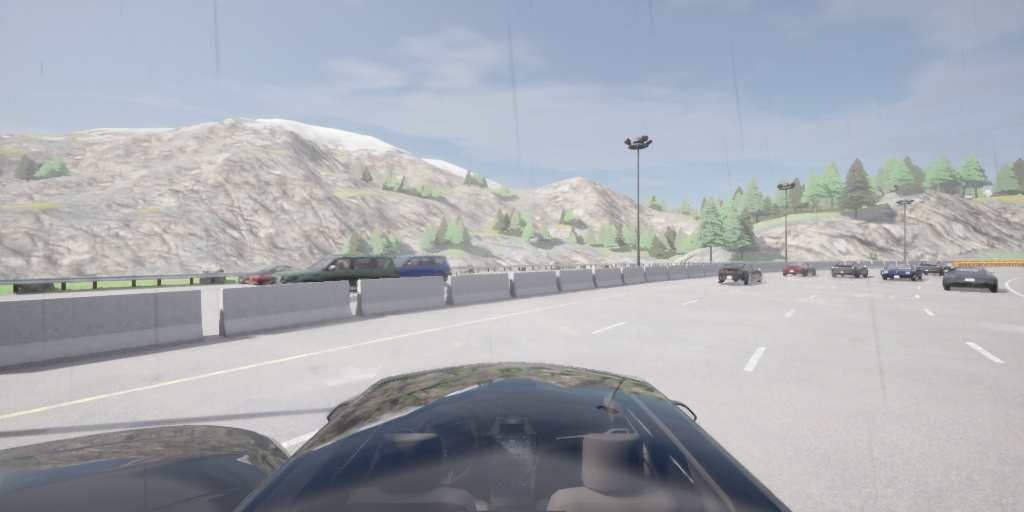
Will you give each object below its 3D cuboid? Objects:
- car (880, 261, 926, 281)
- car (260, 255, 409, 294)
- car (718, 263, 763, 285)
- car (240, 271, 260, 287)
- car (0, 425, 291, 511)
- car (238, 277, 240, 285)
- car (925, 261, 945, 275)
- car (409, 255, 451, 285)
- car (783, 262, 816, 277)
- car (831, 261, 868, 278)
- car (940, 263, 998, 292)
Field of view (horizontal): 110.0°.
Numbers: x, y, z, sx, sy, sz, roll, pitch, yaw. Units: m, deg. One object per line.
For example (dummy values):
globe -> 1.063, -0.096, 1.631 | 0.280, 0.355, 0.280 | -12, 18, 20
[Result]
car -> 32.307, 1.351, 29.687 | 4.718, 1.301, 1.895 | 0, 0, -35
car -> -7.881, 0.971, 16.488 | 2.150, 2.045, 5.566 | 0, 0, 41
car -> 16.828, 1.252, 26.341 | 4.892, 1.490, 1.837 | 1, -1, -41
car -> -12.907, 1.351, 21.372 | 1.895, 1.301, 4.718 | 0, 0, 41
car -> -2.981, 1.255, 0.486 | 4.892, 1.490, 1.837 | 0, 0, -45
car -> -15.472, 1.314, 23.705 | 1.994, 1.385, 4.181 | 0, 0, 41
car -> 43.312, 1.241, 36.820 | 4.902, 1.511, 2.128 | 0, 0, -31
car -> -6.540, 0.971, 23.313 | 2.150, 2.045, 5.566 | 0, 0, 42
car -> 28.453, 1.276, 35.511 | 4.674, 1.442, 1.812 | 0, 0, -37
car -> 31.374, 1.241, 33.297 | 4.902, 1.511, 2.128 | 0, 0, -35
car -> 27.479, 1.314, 21.568 | 4.181, 1.385, 1.994 | 0, 0, -39
